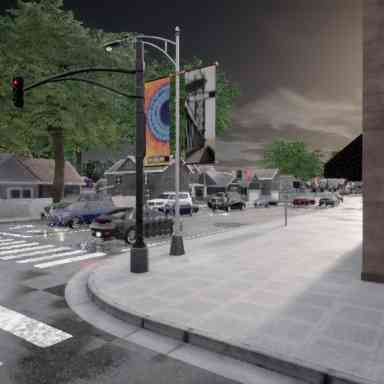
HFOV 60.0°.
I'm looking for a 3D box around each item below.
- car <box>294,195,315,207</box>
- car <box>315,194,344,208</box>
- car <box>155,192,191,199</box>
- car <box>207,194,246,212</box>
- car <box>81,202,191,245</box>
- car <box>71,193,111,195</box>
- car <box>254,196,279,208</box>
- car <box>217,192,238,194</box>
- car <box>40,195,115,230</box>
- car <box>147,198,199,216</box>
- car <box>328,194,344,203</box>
[{"bbox_3d":[15.697,1.209,46.167,1.882,1.535,5.008,0,0,36],"label":"car"},{"bbox_3d":[18.287,1.235,44.203,1.837,1.490,4.892,0,0,36],"label":"car"},{"bbox_3d":[-2.174,1.063,32.683,2.150,2.045,5.566,0,0,35],"label":"car"},{"bbox_3d":[3.989,1.287,35.715,1.882,1.535,5.008,0,0,35],"label":"car"},{"bbox_3d":[-2.351,1.429,15.359,1.837,1.490,4.892,0,0,36],"label":"car"},{"bbox_3d":[-8.167,1.120,24.373,2.150,2.045,5.566,0,0,34],"label":"car"},{"bbox_3d":[9.788,1.248,43.778,2.128,1.511,4.902,0,0,36],"label":"car"},{"bbox_3d":[4.083,1.004,41.412,2.150,2.045,5.566,0,0,35],"label":"car"},{"bbox_3d":[-6.690,1.263,20.797,2.097,1.767,4.553,0,0,35],"label":"car"},{"bbox_3d":[-1.463,1.462,28.114,1.895,1.301,4.718,0,0,36],"label":"car"},{"bbox_3d":[26.656,1.146,61.484,1.837,1.490,4.892,0,0,36],"label":"car"}]
